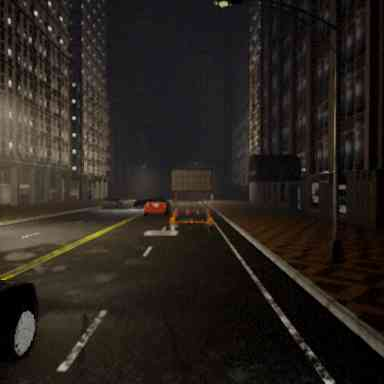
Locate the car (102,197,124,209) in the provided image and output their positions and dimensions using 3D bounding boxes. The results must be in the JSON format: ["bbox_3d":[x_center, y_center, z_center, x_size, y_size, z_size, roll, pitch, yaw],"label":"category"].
[{"bbox_3d":[-9.898,1.381,42.071,1.812,1.442,4.674,0,0,0],"label":"car"}]

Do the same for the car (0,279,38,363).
[{"bbox_3d":[-3.155,1.467,2.834,1.882,1.535,5.008,0,0,0],"label":"car"}]

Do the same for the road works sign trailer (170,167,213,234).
[{"bbox_3d":[-0.021,0.400,18.858,2.380,3.560,2.880,0,0,1],"label":"road works sign trailer"}]

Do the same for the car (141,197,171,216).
[{"bbox_3d":[-3.195,1.243,31.652,2.097,1.767,4.553,0,0,0],"label":"car"}]

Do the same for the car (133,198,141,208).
[{"bbox_3d":[-6.648,1.449,44.496,1.895,1.301,4.718,0,0,0],"label":"car"}]
